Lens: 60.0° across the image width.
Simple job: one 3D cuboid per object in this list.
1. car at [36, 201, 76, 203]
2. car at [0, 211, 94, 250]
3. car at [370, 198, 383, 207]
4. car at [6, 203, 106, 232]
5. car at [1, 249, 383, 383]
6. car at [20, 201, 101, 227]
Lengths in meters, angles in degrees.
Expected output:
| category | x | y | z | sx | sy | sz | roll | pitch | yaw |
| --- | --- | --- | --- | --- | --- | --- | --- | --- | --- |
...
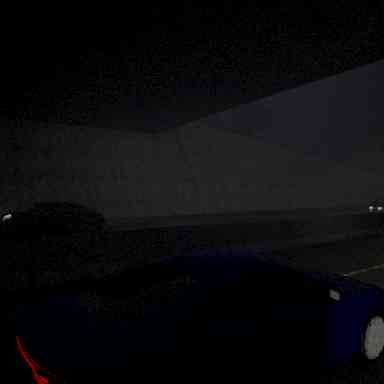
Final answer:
| category | x | y | z | sx | sy | sz | roll | pitch | yaw |
| --- | --- | --- | --- | --- | --- | --- | --- | --- | --- |
| car | -8.680 | 1.351 | 19.294 | 4.553 | 1.767 | 2.097 | 0 | 0 | -35 |
| car | -6.379 | 1.600 | 12.339 | 4.718 | 1.301 | 1.895 | 0 | 0 | -35 |
| car | 29.090 | 1.540 | 50.369 | 5.357 | 1.411 | 2.033 | 0 | 0 | -35 |
| car | -6.743 | 1.491 | 16.377 | 4.902 | 1.511 | 2.128 | 0 | 0 | -35 |
| car | 0.529 | 1.477 | 4.122 | 5.008 | 1.535 | 1.882 | 0 | 0 | -35 |
| car | -9.119 | 1.477 | 23.280 | 5.008 | 1.535 | 1.882 | 0 | 0 | -35 |
